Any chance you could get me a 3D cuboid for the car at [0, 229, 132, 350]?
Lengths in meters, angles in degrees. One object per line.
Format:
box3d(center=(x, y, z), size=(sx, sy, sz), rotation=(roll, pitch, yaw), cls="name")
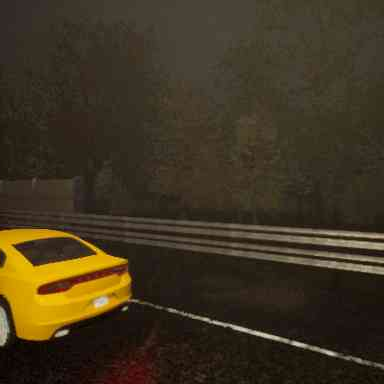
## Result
box3d(center=(-3.357, 1.456, 6.303), size=(5.008, 1.535, 1.882), rotation=(0, 0, 35), cls="car")
